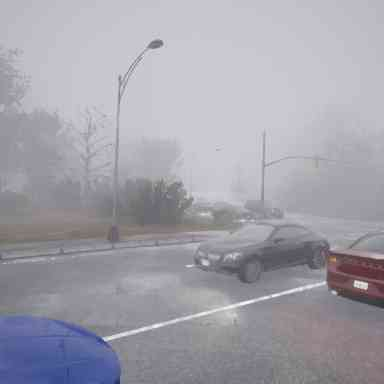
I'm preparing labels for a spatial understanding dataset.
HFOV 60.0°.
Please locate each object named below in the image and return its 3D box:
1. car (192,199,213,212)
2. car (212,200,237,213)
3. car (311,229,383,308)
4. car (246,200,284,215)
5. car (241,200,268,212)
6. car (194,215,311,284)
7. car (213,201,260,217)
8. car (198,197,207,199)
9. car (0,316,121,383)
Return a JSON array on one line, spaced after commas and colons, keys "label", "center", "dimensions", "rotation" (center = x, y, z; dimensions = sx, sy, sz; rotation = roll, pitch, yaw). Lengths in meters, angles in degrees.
[{"label": "car", "center": [1.424, 2.022, 45.274], "dimensions": [1.895, 1.301, 4.718], "rotation": [3, 0, -18]}, {"label": "car", "center": [4.530, 2.054, 47.119], "dimensions": [1.837, 1.490, 4.892], "rotation": [3, 1, -17]}, {"label": "car", "center": [5.041, 1.556, 7.383], "dimensions": [5.008, 1.535, 1.882], "rotation": [1, -1, -35]}, {"label": "car", "center": [7.986, 1.932, 37.704], "dimensions": [2.150, 2.045, 5.566], "rotation": [3, -1, -22]}, {"label": "car", "center": [9.970, 2.248, 53.772], "dimensions": [2.033, 1.411, 5.357], "rotation": [2, 1, -15]}, {"label": "car", "center": [2.235, 1.589, 9.886], "dimensions": [4.674, 1.442, 1.812], "rotation": [1, -1, -36]}, {"label": "car", "center": [4.736, 2.108, 36.316], "dimensions": [2.033, 1.411, 5.357], "rotation": [3, -1, -23]}, {"label": "car", "center": [1.870, 1.721, 56.906], "dimensions": [1.837, 1.490, 4.892], "rotation": [2, 2, -13]}, {"label": "car", "center": [-2.813, 1.478, 1.735], "dimensions": [5.008, 1.535, 1.882], "rotation": [0, 0, -36]}]
